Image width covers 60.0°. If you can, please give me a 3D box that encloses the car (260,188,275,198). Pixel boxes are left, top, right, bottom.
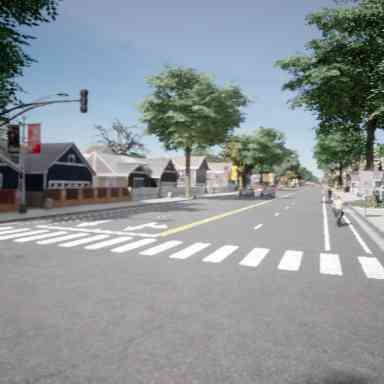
[{"bbox_3d":[11.795,0.126,51.640,2.128,1.511,4.902,2,2,21],"label":"car"}]

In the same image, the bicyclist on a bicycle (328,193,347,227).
[{"bbox_3d":[7.930,1.015,17.994,0.866,1.612,1.509,2,2,22],"label":"bicyclist on a bicycle"}]

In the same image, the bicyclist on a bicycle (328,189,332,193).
[{"bbox_3d":[17.278,0.463,41.688,0.582,1.620,1.656,1,1,21],"label":"bicyclist on a bicycle"}]

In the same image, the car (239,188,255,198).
[{"bbox_3d":[8.772,0.046,52.828,2.128,1.511,4.902,2,2,21],"label":"car"}]
